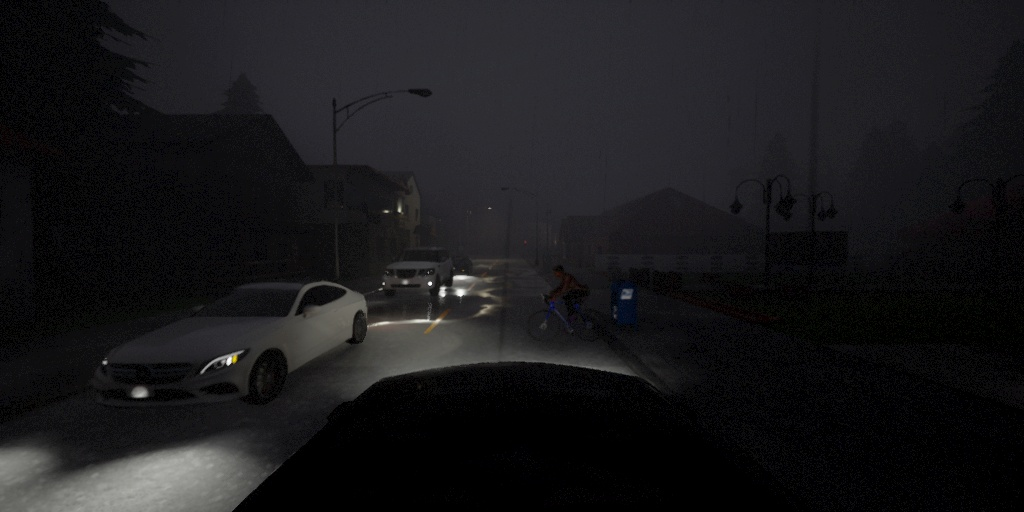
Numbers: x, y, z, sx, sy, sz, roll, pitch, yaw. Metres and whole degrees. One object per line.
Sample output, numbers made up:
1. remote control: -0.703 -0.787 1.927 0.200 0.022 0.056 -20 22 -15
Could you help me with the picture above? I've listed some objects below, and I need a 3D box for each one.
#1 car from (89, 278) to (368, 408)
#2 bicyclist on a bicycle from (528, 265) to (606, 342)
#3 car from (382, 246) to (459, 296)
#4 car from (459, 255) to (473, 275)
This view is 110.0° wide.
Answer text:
1. car: -4.081 1.160 6.239 1.812 1.442 4.674 0 1 0
2. bicyclist on a bicycle: 1.140 1.007 7.525 1.656 1.620 0.582 -1 2 0
3. car: -4.105 0.580 16.572 2.150 2.045 5.566 0 2 0
4. car: -4.089 0.644 26.952 1.994 1.385 4.181 0 1 1
